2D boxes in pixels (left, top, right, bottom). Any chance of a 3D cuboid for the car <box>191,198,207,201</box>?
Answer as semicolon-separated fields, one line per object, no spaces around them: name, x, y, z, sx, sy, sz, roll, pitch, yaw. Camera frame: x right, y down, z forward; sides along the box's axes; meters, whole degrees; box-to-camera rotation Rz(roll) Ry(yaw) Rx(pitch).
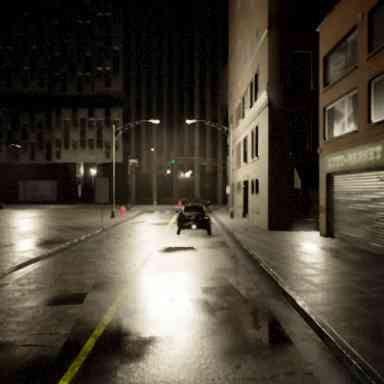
car;0.818;1.422;35.780;1.882;1.535;5.008;0;0;12

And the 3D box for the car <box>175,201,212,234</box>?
car;0.101;1.476;19.015;1.837;1.490;4.892;0;0;0
